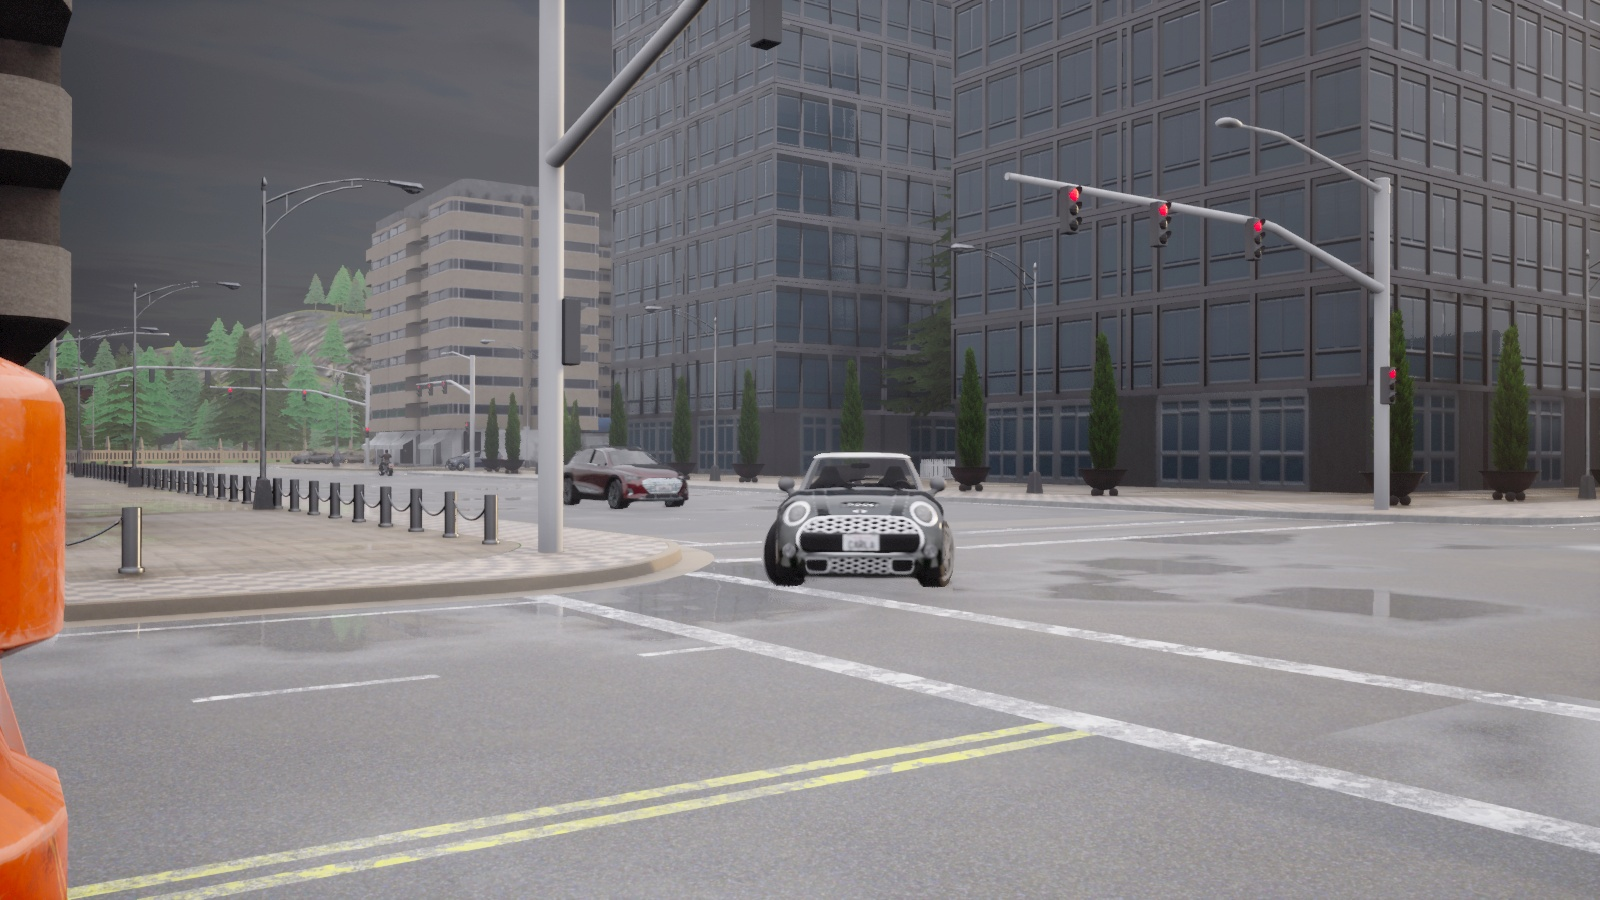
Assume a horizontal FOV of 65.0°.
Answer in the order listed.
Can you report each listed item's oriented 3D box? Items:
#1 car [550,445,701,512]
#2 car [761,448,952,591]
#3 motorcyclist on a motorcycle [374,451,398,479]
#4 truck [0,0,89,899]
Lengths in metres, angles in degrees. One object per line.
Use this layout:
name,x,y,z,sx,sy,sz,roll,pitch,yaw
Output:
car,-4.747,0.712,33.528,2.033,1.649,4.856,0,0,-34
car,0.729,0.722,14.885,1.970,1.475,3.806,0,0,4
motorcyclist on a motorcycle,-24.902,0.877,75.473,0.766,1.649,2.350,0,0,-34
truck,-4.855,-0.228,0.290,7.936,3.462,2.891,0,0,-35
